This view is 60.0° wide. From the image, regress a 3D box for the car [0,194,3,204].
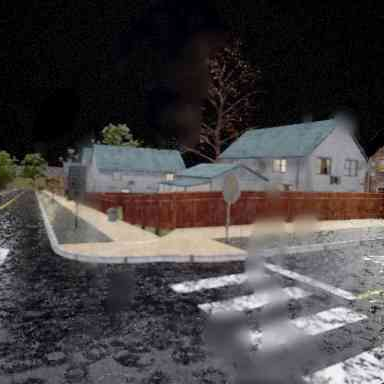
[{"bbox_3d":[-21.310,0.667,35.375,1.895,1.301,4.718,1,1,-25],"label":"car"}]
